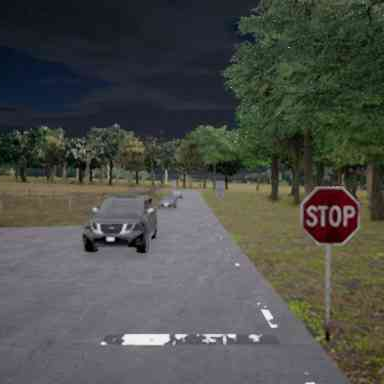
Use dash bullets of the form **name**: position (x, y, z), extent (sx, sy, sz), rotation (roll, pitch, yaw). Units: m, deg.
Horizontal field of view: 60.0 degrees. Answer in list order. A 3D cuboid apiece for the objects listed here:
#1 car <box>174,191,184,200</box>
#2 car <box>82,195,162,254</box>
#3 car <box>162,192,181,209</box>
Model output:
- **car**: position (-2.574, 0.574, 58.201), extent (1.812, 1.442, 4.674), rotation (0, 2, 0)
- **car**: position (-2.693, 1.166, 13.794), extent (2.150, 2.045, 5.566), rotation (1, 1, 0)
- **car**: position (-2.639, 1.077, 36.822), extent (2.128, 1.511, 4.902), rotation (0, 1, 0)
